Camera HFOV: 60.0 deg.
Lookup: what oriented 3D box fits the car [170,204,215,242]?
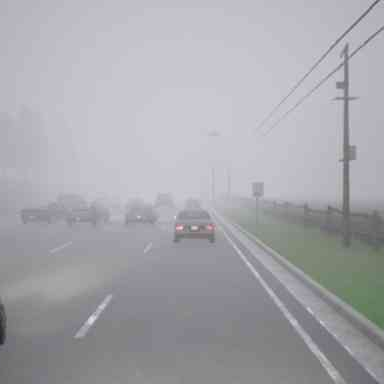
[{"bbox_3d":[0.096,1.514,16.088,2.033,1.411,5.357,0,0,0],"label":"car"}]

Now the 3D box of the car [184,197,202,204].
[{"bbox_3d":[0.090,1.424,40.247,1.837,1.490,4.892,0,1,0],"label":"car"}]

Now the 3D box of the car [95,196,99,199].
[{"bbox_3d":[-13.986,1.372,52.254,1.882,1.535,5.008,0,0,0],"label":"car"}]

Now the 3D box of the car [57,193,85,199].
[{"bbox_3d":[-14.009,1.143,38.870,2.150,2.045,5.566,0,0,0],"label":"car"}]

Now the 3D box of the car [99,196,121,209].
[{"bbox_3d":[-10.462,1.436,44.101,1.812,1.442,4.674,0,0,1],"label":"car"}]

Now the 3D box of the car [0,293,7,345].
[{"bbox_3d":[-3.400,1.487,2.531,2.128,1.511,4.902,0,0,0],"label":"car"}]

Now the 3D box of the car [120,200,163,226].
[{"bbox_3d":[-3.405,1.516,23.219,1.994,1.385,4.181,0,0,0],"label":"car"}]

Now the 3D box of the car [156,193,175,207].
[{"bbox_3d":[-3.471,1.136,43.033,2.150,2.045,5.566,0,0,0],"label":"car"}]

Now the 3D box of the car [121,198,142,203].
[{"bbox_3d":[-6.986,1.463,41.526,2.033,1.411,5.357,0,0,0],"label":"car"}]

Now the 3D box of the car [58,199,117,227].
[{"bbox_3d":[-6.901,1.446,22.537,2.128,1.511,4.902,0,0,0],"label":"car"}]

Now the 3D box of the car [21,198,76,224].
[{"bbox_3d":[-10.405,1.429,24.043,1.882,1.535,5.008,0,0,0],"label":"car"}]
